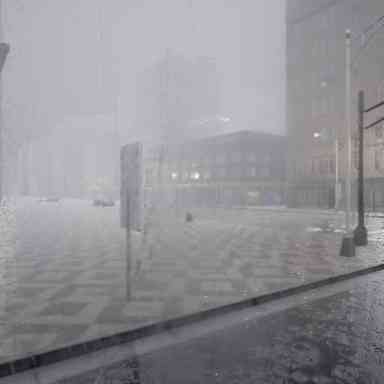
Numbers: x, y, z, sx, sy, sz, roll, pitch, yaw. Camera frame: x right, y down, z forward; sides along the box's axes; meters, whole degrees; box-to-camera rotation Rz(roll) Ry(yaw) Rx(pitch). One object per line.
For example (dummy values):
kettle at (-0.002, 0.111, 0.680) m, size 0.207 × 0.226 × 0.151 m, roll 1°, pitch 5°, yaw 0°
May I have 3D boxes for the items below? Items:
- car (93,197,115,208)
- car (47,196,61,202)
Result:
car at (-12.832, 1.480, 48.531) m, size 1.882 × 1.535 × 5.008 m, roll 0°, pitch 0°, yaw -35°
car at (-30.563, 1.534, 73.512) m, size 2.033 × 1.411 × 5.357 m, roll 0°, pitch 0°, yaw -35°
